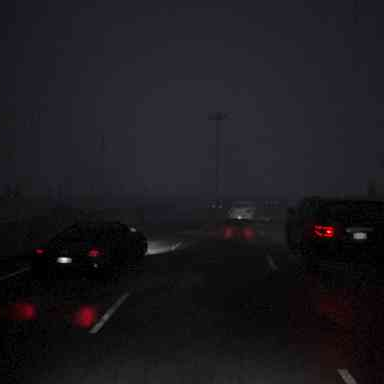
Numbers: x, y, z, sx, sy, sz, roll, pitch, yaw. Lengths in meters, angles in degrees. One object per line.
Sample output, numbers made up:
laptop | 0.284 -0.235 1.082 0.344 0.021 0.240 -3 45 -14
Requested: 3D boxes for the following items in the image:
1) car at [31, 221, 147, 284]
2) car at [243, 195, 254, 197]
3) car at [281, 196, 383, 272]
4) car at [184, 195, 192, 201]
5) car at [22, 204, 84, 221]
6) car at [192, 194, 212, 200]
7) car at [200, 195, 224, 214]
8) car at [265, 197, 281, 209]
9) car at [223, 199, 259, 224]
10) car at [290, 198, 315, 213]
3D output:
car | -2.653 1.501 9.511 1.994 1.385 4.181 0 0 6
car | 9.856 1.261 59.132 1.895 1.301 4.718 0 0 38
car | 4.484 1.150 10.829 2.150 2.045 5.566 0 0 8
car | 0.567 1.191 58.137 2.128 1.511 4.902 0 0 34
car | -8.179 1.444 20.057 1.994 1.385 4.181 0 0 13
car | 2.561 1.194 54.792 2.128 1.511 4.902 0 0 33
car | 2.888 1.346 32.270 2.033 1.411 5.357 0 0 21
car | 10.188 1.282 39.877 2.033 1.411 5.357 0 0 28
car | 3.656 1.373 23.412 1.812 1.442 4.674 0 0 16
car | 11.626 1.321 34.746 1.994 1.385 4.181 0 0 25
